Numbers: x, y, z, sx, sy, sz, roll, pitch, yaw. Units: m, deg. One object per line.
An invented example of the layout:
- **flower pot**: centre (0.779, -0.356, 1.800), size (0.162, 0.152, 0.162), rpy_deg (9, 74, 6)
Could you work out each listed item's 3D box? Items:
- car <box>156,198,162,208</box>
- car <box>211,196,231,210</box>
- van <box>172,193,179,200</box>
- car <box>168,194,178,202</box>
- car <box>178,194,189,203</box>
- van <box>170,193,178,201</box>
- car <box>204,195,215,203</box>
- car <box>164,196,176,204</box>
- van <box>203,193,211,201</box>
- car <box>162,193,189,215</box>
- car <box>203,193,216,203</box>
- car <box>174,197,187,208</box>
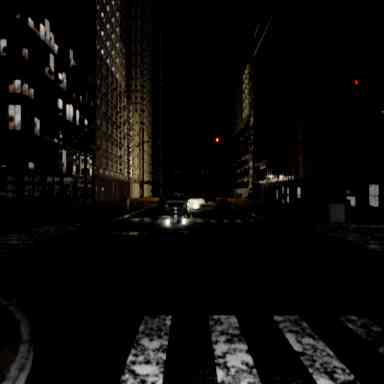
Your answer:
- **car**: centre (-4.109, 1.533, 47.523), size (1.802, 1.307, 4.206), rpy_deg (0, 0, 0)
- **car**: centre (3.853, 1.526, 42.043), size (1.947, 1.339, 4.313), rpy_deg (0, 0, 0)
- **van**: centre (-4.340, 1.206, 86.215), size (1.690, 1.788, 3.998), rpy_deg (0, 0, 0)
- **car**: centre (-4.274, 1.331, 75.160), size (1.967, 1.590, 4.097), rpy_deg (0, 0, 0)
- **car**: centre (-1.665, 1.313, 67.831), size (2.097, 1.767, 4.553), rpy_deg (0, 0, 0)
- **van**: centre (-4.307, 1.219, 80.688), size (1.690, 1.788, 3.998), rpy_deg (0, 0, 0)
- **car**: centre (3.639, 1.344, 69.680), size (1.967, 1.590, 4.097), rpy_deg (0, 0, 0)
- **car**: centre (-4.208, 1.483, 64.105), size (1.947, 1.339, 4.313), rpy_deg (0, 0, 0)
- **van**: centre (3.573, 1.219, 80.734), size (1.690, 1.788, 3.998), rpy_deg (0, 0, 0)
- **car**: centre (-1.558, 1.196, 33.984), size (2.150, 2.045, 5.566), rpy_deg (0, 0, 0)
- **car**: centre (3.672, 1.232, 64.151), size (2.192, 1.841, 5.009), rpy_deg (0, 0, 0)
- **car**: centre (-1.641, 1.473, 49.144), size (1.812, 1.442, 4.674), rpy_deg (0, 0, 0)
